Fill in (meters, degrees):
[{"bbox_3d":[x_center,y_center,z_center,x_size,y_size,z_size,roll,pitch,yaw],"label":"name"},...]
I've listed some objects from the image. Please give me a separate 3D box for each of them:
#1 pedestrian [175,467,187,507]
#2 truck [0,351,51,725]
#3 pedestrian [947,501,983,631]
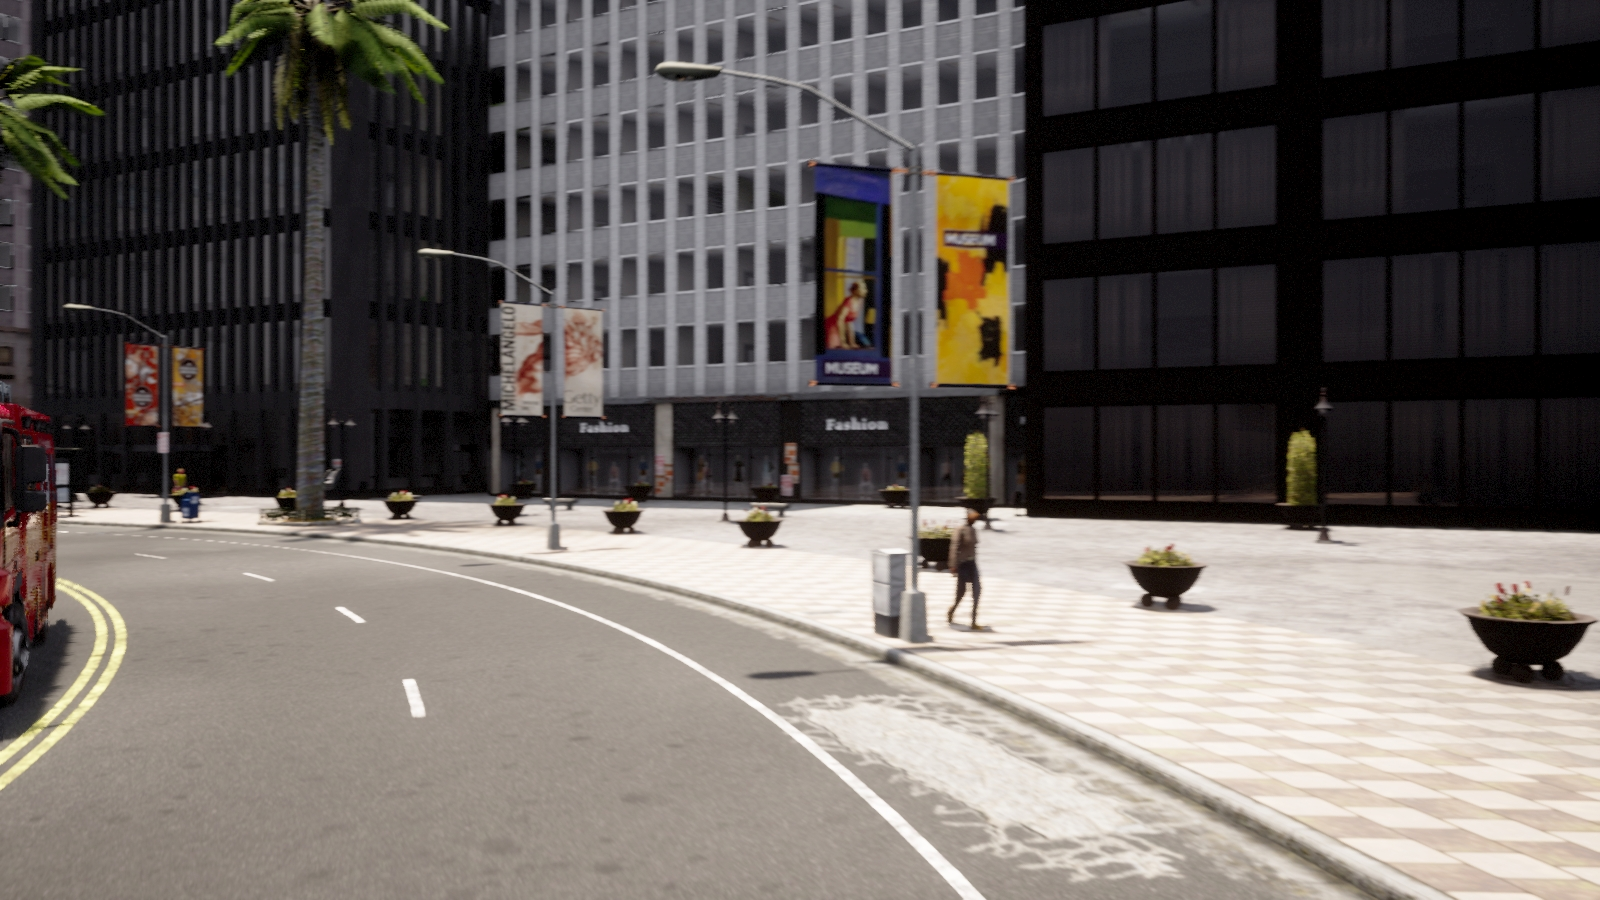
[{"bbox_3d":[-29.096,1.742,53.714,0.375,1.860,0.375,0,0,30],"label":"pedestrian"},{"bbox_3d":[-11.214,0.905,14.034,2.891,3.827,8.468,0,0,-30],"label":"truck"},{"bbox_3d":[2.425,1.692,16.794,0.375,1.860,0.375,0,0,-31],"label":"pedestrian"}]
